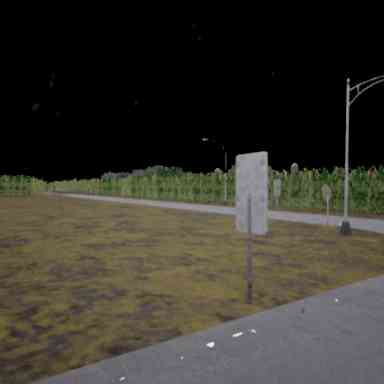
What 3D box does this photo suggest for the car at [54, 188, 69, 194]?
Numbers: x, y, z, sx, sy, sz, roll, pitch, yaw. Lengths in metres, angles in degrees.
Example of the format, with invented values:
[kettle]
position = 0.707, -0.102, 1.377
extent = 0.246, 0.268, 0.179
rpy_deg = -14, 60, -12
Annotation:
[car]
position = -33.277, -0.187, 86.122
extent = 2.128, 1.511, 4.902
rpy_deg = 0, 1, -35
